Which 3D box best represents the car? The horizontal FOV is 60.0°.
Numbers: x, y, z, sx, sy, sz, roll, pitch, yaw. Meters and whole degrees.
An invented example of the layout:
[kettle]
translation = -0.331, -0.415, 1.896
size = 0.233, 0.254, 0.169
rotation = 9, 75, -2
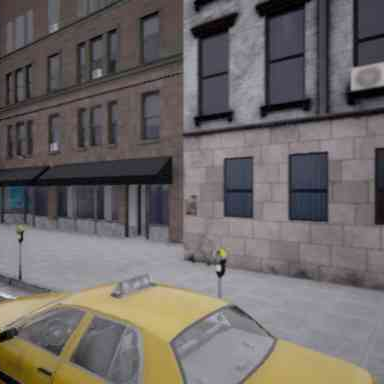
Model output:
[car]
translation = -0.784, 1.524, 3.388
size = 4.829, 1.417, 1.752
rotation = 0, 0, 36
